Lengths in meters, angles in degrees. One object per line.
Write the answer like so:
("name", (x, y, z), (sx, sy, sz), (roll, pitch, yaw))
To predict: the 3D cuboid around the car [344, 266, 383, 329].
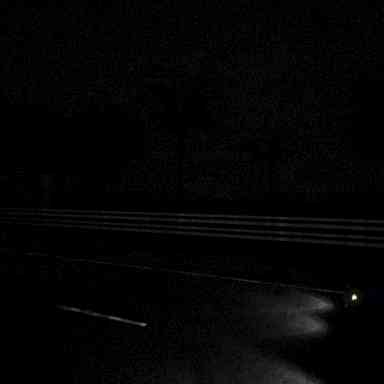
("car", (5.110, 1.550, 4.691), (5.357, 1.411, 2.033), (0, 0, 27))
